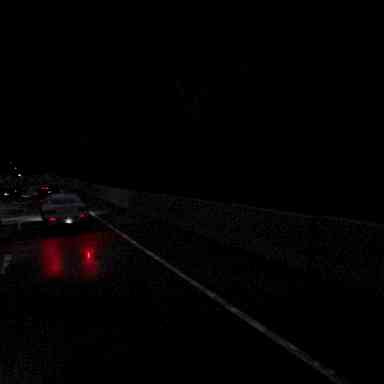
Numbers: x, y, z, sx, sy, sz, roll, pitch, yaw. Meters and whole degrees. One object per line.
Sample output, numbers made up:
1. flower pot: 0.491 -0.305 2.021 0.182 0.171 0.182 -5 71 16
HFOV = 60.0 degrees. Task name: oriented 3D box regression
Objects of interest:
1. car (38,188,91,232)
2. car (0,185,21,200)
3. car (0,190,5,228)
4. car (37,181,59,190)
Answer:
1. car: -5.655 0.761 14.650 1.812 1.442 4.674 -5 5 -25
2. car: -17.459 0.058 31.668 1.994 1.385 4.181 -5 5 -25
3. car: -8.816 0.983 13.162 1.882 1.535 5.008 -5 5 -25
4. car: -14.353 -0.290 33.251 2.128 1.511 4.902 -5 5 -25
